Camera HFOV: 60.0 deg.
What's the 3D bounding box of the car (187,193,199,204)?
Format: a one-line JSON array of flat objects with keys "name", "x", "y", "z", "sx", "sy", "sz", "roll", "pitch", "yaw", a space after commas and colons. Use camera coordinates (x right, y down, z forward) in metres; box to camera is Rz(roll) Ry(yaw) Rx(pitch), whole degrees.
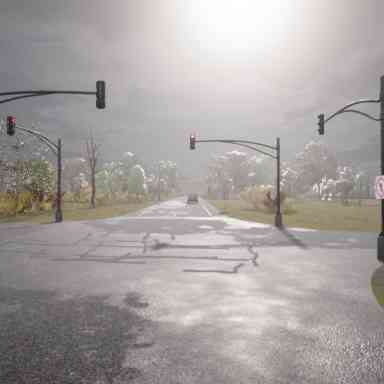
[{"name": "car", "x": 0.176, "y": 1.292, "z": 67.639, "sx": 2.150, "sy": 2.045, "sz": 5.566, "roll": 0, "pitch": 0, "yaw": 0}]
